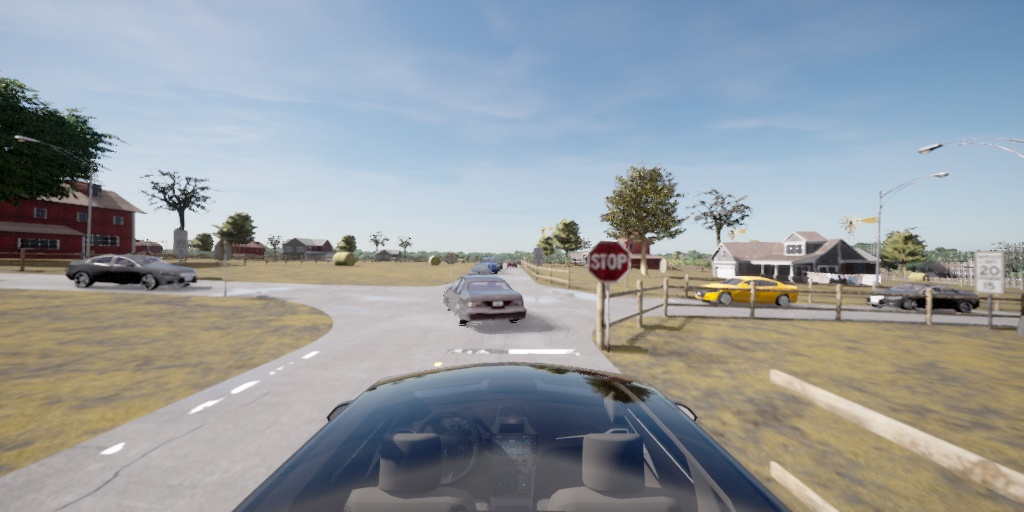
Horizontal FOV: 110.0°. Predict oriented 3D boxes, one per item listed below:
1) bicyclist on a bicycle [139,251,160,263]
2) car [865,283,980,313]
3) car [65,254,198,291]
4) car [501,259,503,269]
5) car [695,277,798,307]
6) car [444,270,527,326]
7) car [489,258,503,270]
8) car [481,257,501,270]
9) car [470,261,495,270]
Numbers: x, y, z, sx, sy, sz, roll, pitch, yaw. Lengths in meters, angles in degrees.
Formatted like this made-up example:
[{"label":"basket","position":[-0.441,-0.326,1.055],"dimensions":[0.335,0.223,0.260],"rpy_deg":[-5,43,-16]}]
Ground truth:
[{"label":"bicyclist on a bicycle","position":[-22.615,0.507,22.426],"dimensions":[0.582,1.620,1.656],"rpy_deg":[2,0,0]},{"label":"car","position":[22.100,2.247,19.431],"dimensions":[4.902,1.511,2.128],"rpy_deg":[2,0,0]},{"label":"car","position":[-17.253,0.702,16.445],"dimensions":[4.902,1.511,2.128],"rpy_deg":[2,0,0]},{"label":"car","position":[-2.826,1.380,53.200],"dimensions":[2.097,1.767,4.553],"rpy_deg":[0,0,0]},{"label":"car","position":[12.564,1.855,19.369],"dimensions":[5.008,1.535,1.882],"rpy_deg":[2,0,-2]},{"label":"car","position":[-1.128,1.356,12.088],"dimensions":[2.033,1.411,5.357],"rpy_deg":[0,-1,-17]},{"label":"car","position":[-2.760,1.316,63.897],"dimensions":[2.150,2.045,5.566],"rpy_deg":[0,0,1]},{"label":"car","position":[-2.832,1.189,43.140],"dimensions":[2.150,2.045,5.566],"rpy_deg":[0,0,0]},{"label":"car","position":[-2.846,1.440,33.176],"dimensions":[1.812,1.442,4.674],"rpy_deg":[0,0,0]}]
